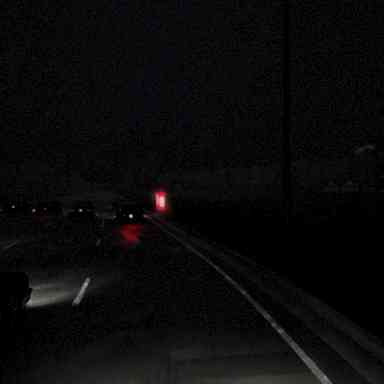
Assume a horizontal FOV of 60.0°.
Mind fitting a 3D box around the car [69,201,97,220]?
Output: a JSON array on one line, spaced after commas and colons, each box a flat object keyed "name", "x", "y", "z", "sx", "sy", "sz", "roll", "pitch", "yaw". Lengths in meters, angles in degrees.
[{"name": "car", "x": -8.853, "y": 1.415, "z": 27.102, "sx": 2.033, "sy": 1.411, "sz": 5.357, "roll": 0, "pitch": 0, "yaw": -14}]

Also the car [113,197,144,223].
[{"name": "car", "x": -4.674, "y": 1.369, "z": 24.706, "sx": 1.837, "sy": 1.490, "sz": 4.892, "roll": 0, "pitch": 0, "yaw": -14}]

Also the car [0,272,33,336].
[{"name": "car", "x": -3.585, "y": 1.540, "z": 3.524, "sx": 2.033, "sy": 1.411, "sz": 5.357, "roll": 0, "pitch": 0, "yaw": -5}]

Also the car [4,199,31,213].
[{"name": "car", "x": -17.831, "y": 1.424, "z": 34.296, "sx": 1.994, "sy": 1.385, "sz": 4.181, "roll": 0, "pitch": 0, "yaw": -14}]

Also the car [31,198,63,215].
[{"name": "car", "x": -13.687, "y": 1.334, "z": 32.095, "sx": 1.882, "sy": 1.535, "sz": 5.008, "roll": 0, "pitch": 0, "yaw": -14}]

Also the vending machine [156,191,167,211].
[{"name": "vending machine", "x": -3.311, "y": 0.985, "z": 35.833, "sx": 1.100, "sy": 2.100, "sz": 0.880, "roll": 0, "pitch": 0, "yaw": -14}]

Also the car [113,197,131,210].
[{"name": "car", "x": -8.683, "y": 1.344, "z": 41.072, "sx": 1.994, "sy": 1.385, "sz": 4.181, "roll": 0, "pitch": 0, "yaw": -14}]
